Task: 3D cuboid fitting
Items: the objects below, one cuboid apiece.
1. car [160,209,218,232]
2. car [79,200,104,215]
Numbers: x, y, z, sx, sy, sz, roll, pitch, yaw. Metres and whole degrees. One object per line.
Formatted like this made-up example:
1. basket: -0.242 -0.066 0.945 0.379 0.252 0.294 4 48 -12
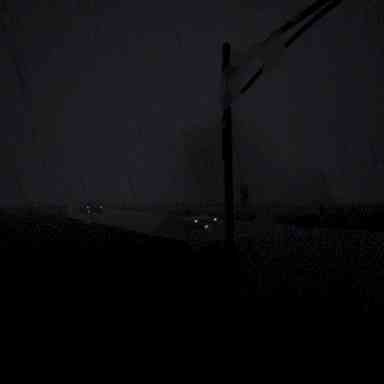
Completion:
1. car: -0.289 1.850 22.317 1.895 1.301 4.718 -1 0 -32
2. car: -12.755 1.911 41.892 2.097 1.767 4.553 -1 0 -32
